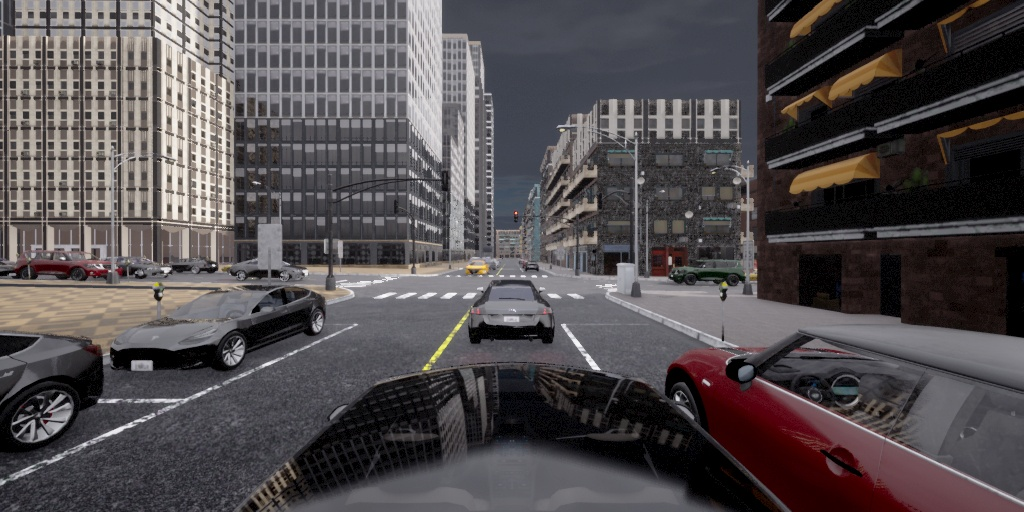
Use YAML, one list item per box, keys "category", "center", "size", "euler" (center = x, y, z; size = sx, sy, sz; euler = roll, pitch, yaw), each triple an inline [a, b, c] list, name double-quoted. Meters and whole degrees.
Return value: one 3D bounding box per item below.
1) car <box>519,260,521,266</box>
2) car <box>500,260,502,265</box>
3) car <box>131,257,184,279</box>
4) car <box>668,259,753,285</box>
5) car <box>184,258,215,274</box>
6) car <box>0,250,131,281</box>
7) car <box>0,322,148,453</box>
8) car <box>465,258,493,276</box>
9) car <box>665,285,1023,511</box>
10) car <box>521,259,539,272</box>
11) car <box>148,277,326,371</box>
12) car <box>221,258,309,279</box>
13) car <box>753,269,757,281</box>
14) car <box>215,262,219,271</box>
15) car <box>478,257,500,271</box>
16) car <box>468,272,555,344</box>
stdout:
- category: "car"
  center: [2.538, 1.301, 57.336]
  size: [1.888, 1.381, 4.507]
  euler: [0, 0, 0]
- category: "car"
  center: [-3.235, 1.284, 62.456]
  size: [1.812, 1.442, 4.674]
  euler: [0, 0, 0]
- category: "car"
  center: [-26.364, 0.780, 24.816]
  size: [4.902, 1.511, 2.128]
  euler: [1, 0, -1]
- category: "car"
  center: [15.509, 1.290, 28.602]
  size: [5.566, 2.045, 2.150]
  euler: [1, 0, -1]
- category: "car"
  center: [-27.566, 0.815, 30.589]
  size: [4.313, 1.339, 1.948]
  euler: [0, 0, -1]
- category: "car"
  center: [-27.440, 0.590, 22.208]
  size: [5.009, 1.841, 2.192]
  euler: [0, 0, -1]
- category: "car"
  center: [-5.688, 1.316, 2.455]
  size: [1.948, 1.339, 4.313]
  euler: [0, 0, 0]
- category: "car"
  center: [-3.493, 1.224, 36.858]
  size: [1.882, 1.535, 5.008]
  euler: [0, 0, 4]
- category: "car"
  center: [2.692, 1.190, 2.479]
  size: [1.967, 1.591, 4.097]
  euler: [0, 0, 0]
- category: "car"
  center: [2.566, 1.319, 47.369]
  size: [1.948, 1.339, 4.313]
  euler: [0, 0, 0]
- category: "car"
  center: [-5.703, 1.315, 7.701]
  size: [1.948, 1.339, 4.313]
  euler: [0, 0, 0]
- category: "car"
  center: [-16.791, 0.959, 24.954]
  size: [4.902, 1.511, 2.128]
  euler: [1, 0, -1]
- category: "car"
  center: [21.286, 1.698, 31.278]
  size: [4.829, 1.417, 1.751]
  euler: [0, 0, -1]
- category: "car"
  center: [-22.122, 0.880, 30.753]
  size: [4.829, 1.417, 1.751]
  euler: [0, 0, -1]
- category: "car"
  center: [-3.229, 1.246, 49.738]
  size: [2.128, 1.511, 4.902]
  euler: [0, 0, 0]
- category: "car"
  center: [-0.017, 1.314, 9.634]
  size: [1.994, 1.385, 4.181]
  euler: [0, 0, 0]
